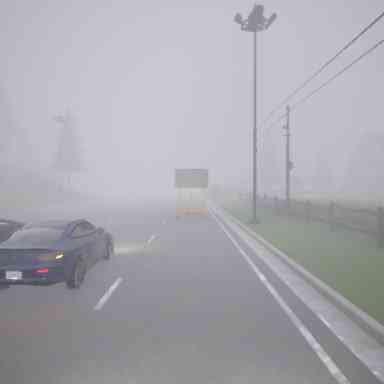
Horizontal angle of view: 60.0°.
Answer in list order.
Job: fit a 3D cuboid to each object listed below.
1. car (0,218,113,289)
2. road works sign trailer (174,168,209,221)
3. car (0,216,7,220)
[{"bbox_3d":[-3.405,1.395,8.676,1.812,1.442,4.674,0,1,0],"label":"car"},{"bbox_3d":[-0.019,0.114,23.623,2.380,3.560,2.880,0,1,0],"label":"road works sign trailer"},{"bbox_3d":[-6.905,1.336,10.378,2.128,1.511,4.902,0,1,0],"label":"car"}]
